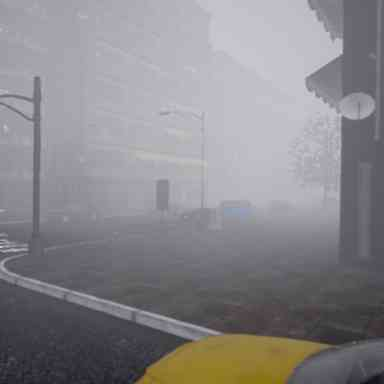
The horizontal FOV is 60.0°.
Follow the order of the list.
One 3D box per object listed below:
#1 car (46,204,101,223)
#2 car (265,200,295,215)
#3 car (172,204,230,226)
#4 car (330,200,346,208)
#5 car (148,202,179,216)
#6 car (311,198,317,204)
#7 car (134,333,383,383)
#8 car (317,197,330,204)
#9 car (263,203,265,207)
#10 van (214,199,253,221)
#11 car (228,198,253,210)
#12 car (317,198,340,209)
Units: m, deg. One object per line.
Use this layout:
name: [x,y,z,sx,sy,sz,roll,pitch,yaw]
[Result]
car: [-9.257,1.651,26.211,2.008,1.369,4.403,1,0,36]
car: [10.596,1.853,39.082,1.967,1.590,4.097,1,0,36]
car: [0.768,1.842,25.703,1.947,1.339,4.313,1,0,36]
car: [26.973,2.218,61.379,1.802,1.307,4.206,1,0,36]
car: [-2.705,1.737,35.130,1.887,1.381,4.507,1,0,36]
car: [30.052,2.203,79.725,1.947,1.339,4.313,1,0,36]
car: [1.596,1.525,1.880,4.829,1.417,1.752,0,1,36]
car: [33.329,2.120,84.185,1.967,1.590,4.097,1,0,36]
car: [13.673,2.000,57.428,1.802,1.307,4.206,1,0,36]
van: [4.046,1.663,30.163,1.690,1.788,3.998,1,0,36]
car: [7.123,1.769,48.509,1.967,1.590,4.097,1,0,36]
car: [23.700,1.907,56.920,2.192,1.841,5.009,1,0,36]
